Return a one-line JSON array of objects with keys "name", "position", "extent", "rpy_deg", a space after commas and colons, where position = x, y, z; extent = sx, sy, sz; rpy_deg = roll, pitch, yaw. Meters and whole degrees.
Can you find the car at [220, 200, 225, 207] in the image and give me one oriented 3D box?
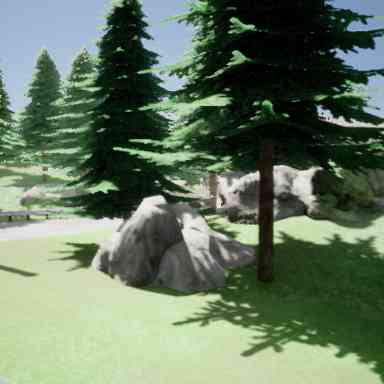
[{"name": "car", "position": [4.947, 1.341, 46.854], "extent": [2.033, 1.411, 5.357], "rpy_deg": [1, 0, 5]}]
